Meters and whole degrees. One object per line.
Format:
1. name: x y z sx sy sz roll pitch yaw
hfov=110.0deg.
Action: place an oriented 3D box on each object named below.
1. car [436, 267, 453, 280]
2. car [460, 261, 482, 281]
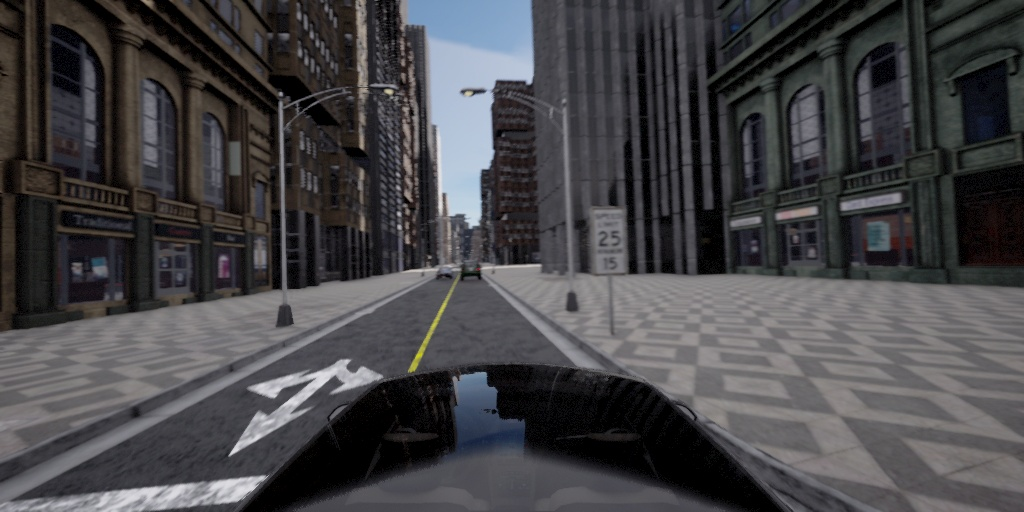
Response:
1. car: -8.022 2.017 43.066 2.033 1.411 5.357 -2 -1 -7
2. car: -4.420 1.522 38.657 2.150 2.045 5.566 -2 -1 -7
